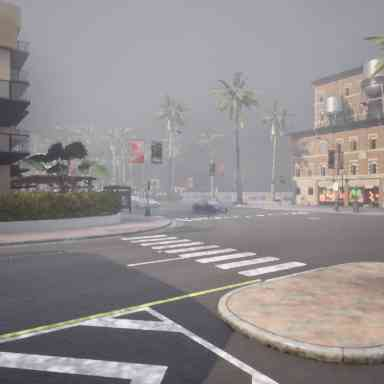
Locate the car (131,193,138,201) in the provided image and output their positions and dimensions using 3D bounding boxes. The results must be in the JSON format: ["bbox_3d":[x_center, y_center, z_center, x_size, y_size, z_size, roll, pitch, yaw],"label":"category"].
[{"bbox_3d":[-12.658,1.221,67.386,2.150,2.045,5.566,0,0,-38],"label":"car"}]

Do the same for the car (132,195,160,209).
[{"bbox_3d":[-6.138,1.525,45.939,1.812,1.442,4.674,0,0,-35],"label":"car"}]

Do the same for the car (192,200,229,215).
[{"bbox_3d":[1.794,1.525,34.614,1.812,1.442,4.674,0,0,-35],"label":"car"}]
